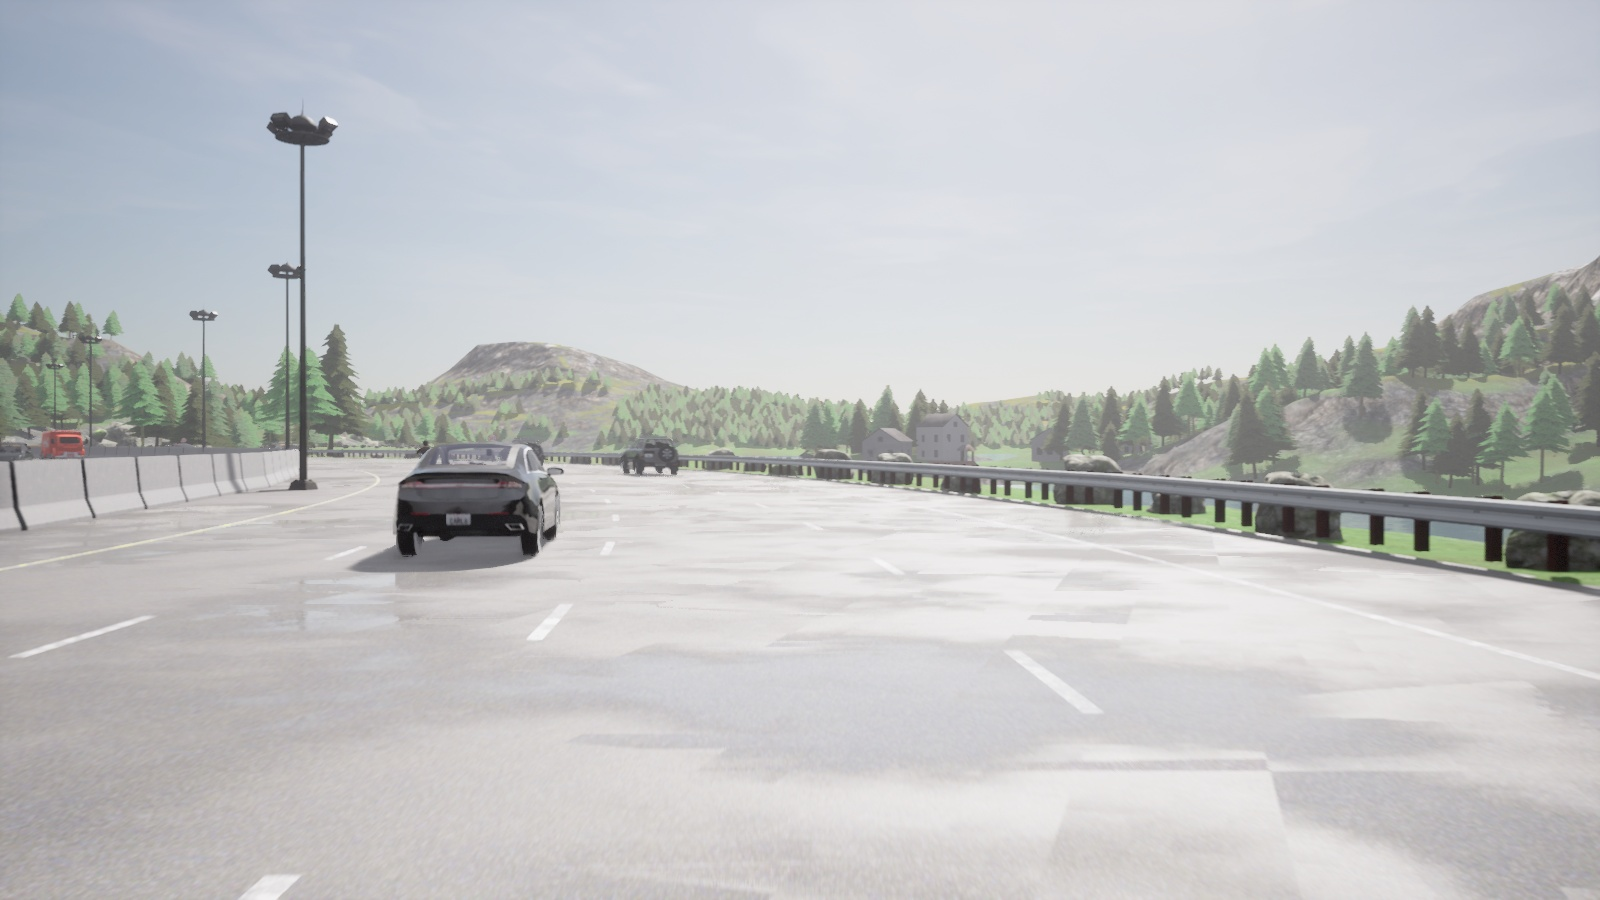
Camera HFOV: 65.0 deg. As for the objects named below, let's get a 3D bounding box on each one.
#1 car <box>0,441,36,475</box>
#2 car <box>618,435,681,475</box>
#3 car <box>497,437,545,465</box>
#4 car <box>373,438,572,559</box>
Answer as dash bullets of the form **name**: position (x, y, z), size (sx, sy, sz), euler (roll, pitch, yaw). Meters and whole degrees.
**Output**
- **car**: position (-36.893, 0.368, 58.495), size (1.789, 1.549, 3.705), euler (0, 0, -24)
- **car**: position (-7.212, 0.220, 59.729), size (1.932, 1.855, 4.605), euler (0, 0, -20)
- **car**: position (-18.996, 0.068, 85.311), size (1.932, 1.855, 4.605), euler (0, 0, -29)
- **car**: position (-4.549, 0.596, 18.221), size (2.128, 1.511, 4.902), euler (0, 0, -6)
